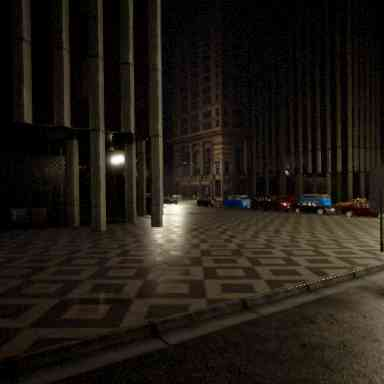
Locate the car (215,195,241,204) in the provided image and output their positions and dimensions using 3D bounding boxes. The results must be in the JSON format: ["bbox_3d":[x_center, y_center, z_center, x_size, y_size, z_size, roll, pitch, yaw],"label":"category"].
[{"bbox_3d":[6.048,1.296,56.429,1.752,1.417,4.829,-1,1,-36],"label":"car"}]

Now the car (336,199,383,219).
[{"bbox_3d":[15.358,1.567,28.899,1.887,1.381,4.507,-1,1,-36],"label":"car"}]

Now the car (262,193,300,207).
[{"bbox_3d":[12.599,1.130,47.321,2.192,1.841,5.009,-1,1,-36],"label":"car"}]

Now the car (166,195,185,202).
[{"bbox_3d":[-3.535,1.257,69.745,2.008,1.369,4.403,-1,1,-36],"label":"car"}]

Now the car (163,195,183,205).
[{"bbox_3d":[-4.017,1.438,55.800,2.008,1.369,4.403,-1,1,-36],"label":"car"}]

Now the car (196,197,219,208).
[{"bbox_3d":[2.441,1.371,46.832,1.967,1.590,4.097,-1,1,-36],"label":"car"}]

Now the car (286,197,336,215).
[{"bbox_3d":[12.129,1.549,33.383,2.008,1.369,4.403,-1,1,-36],"label":"car"}]

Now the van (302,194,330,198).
[{"bbox_3d":[15.827,1.178,42.837,1.690,1.788,3.998,-1,1,-36],"label":"van"}]

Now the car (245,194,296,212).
[{"bbox_3d":[8.898,1.290,37.864,2.192,1.841,5.009,-1,1,-36],"label":"car"}]

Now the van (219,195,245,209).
[{"bbox_3d":[5.668,1.294,42.348,1.690,1.788,3.998,-1,1,-36],"label":"van"}]
